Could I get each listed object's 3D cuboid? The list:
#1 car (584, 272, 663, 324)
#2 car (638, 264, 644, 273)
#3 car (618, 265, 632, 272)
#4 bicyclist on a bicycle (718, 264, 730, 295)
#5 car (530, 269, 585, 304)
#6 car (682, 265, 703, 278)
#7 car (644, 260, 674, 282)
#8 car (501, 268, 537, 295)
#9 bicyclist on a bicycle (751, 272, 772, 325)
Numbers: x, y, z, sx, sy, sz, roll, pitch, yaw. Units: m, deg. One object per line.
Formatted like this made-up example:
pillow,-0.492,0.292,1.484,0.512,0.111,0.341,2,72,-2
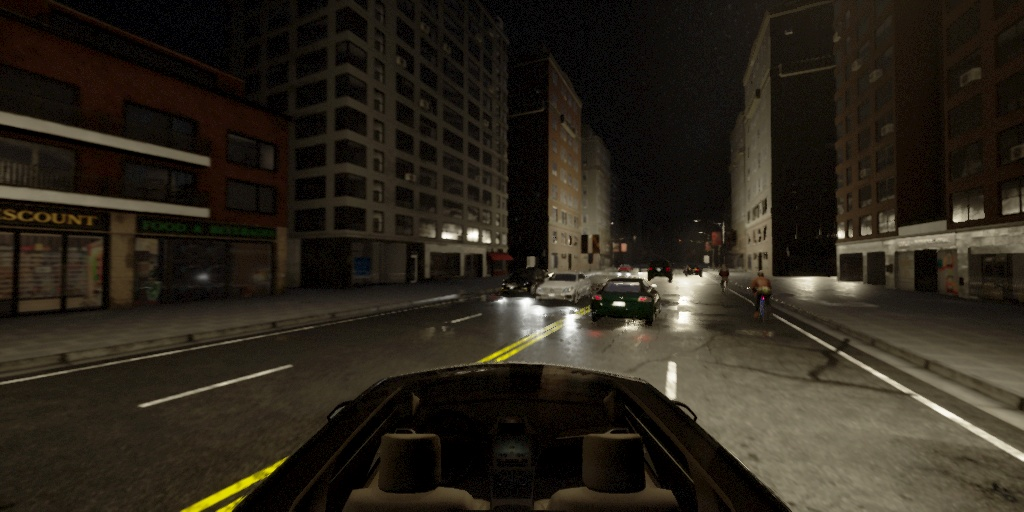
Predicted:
car,4.122,1.457,12.767,1.994,1.385,4.181,0,-1,25
car,22.157,2.048,59.520,1.812,1.442,4.674,0,-1,25
car,19.212,2.182,60.894,1.895,1.301,4.718,0,-1,25
bicyclist on a bicycle,12.405,1.373,20.999,0.659,1.776,1.843,0,-1,25
car,2.735,1.486,17.967,1.812,1.442,4.674,0,-1,25
car,21.844,1.800,43.195,1.837,1.490,4.892,0,-1,25
car,14.633,1.410,35.385,2.150,2.045,5.566,0,-1,25
car,1.000,1.516,21.943,1.837,1.490,4.892,0,-1,25
bicyclist on a bicycle,7.955,1.330,11.424,0.582,1.620,1.656,0,-1,25
